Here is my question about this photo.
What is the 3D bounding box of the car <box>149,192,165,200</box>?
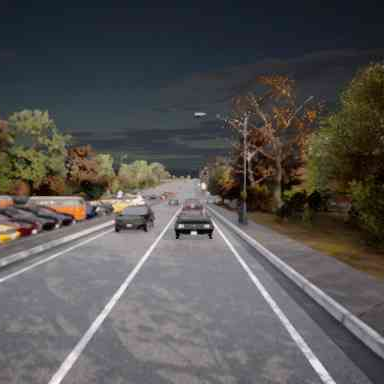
[{"bbox_3d":[-10.388,1.491,88.050,4.792,1.488,2.163,0,0,0],"label":"car"}]

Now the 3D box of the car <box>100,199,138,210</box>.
[{"bbox_3d":[-10.225,1.755,47.129,4.892,1.521,2.231,0,-1,0],"label":"car"}]

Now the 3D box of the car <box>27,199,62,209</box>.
[{"bbox_3d":[-23.287,1.860,52.714,4.674,1.452,2.002,0,-1,0],"label":"car"}]

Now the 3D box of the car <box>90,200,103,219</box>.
[{"bbox_3d":[-10.279,1.610,27.708,4.792,1.488,2.163,0,0,0],"label":"car"}]

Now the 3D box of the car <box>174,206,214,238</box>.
[{"bbox_3d":[0.095,1.651,17.857,1.895,1.301,4.718,0,0,0],"label":"car"}]

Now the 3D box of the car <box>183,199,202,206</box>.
[{"bbox_3d":[0.057,1.492,35.589,2.097,1.767,4.553,0,0,0],"label":"car"}]

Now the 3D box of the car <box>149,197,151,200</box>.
[{"bbox_3d":[-10.172,1.917,58.233,4.792,1.488,2.163,0,-1,0],"label":"car"}]

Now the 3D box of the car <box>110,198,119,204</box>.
[{"bbox_3d":[-10.235,1.608,33.260,4.892,1.521,2.231,0,-1,0],"label":"car"}]

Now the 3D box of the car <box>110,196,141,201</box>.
[{"bbox_3d":[-10.038,1.718,44.353,5.366,1.575,1.946,0,-1,0],"label":"car"}]

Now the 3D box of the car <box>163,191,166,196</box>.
[{"bbox_3d":[-10.435,1.361,93.620,4.553,1.767,2.185,0,0,0],"label":"car"}]

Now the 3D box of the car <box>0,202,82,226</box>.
[{"bbox_3d":[-10.229,1.591,22.155,4.792,1.488,2.163,0,0,0],"label":"car"}]

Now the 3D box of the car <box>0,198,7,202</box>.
[{"bbox_3d":[-23.345,1.656,35.971,4.792,1.488,2.163,0,-1,0],"label":"car"}]

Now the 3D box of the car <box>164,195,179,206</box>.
[{"bbox_3d":[-3.458,1.813,61.907,2.128,1.511,4.902,0,0,0],"label":"car"}]

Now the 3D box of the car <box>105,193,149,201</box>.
[{"bbox_3d":[-10.238,1.570,52.684,5.566,2.045,2.435,0,-1,0],"label":"car"}]

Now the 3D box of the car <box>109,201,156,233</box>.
[{"bbox_3d":[-3.358,1.538,20.273,1.882,1.535,5.008,0,0,0],"label":"car"}]

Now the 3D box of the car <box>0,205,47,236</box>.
[{"bbox_3d":[-10.238,1.573,16.602,4.792,1.488,2.163,0,0,0],"label":"car"}]

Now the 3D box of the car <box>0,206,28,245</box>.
[{"bbox_3d":[-10.086,1.531,13.826,5.366,1.575,1.946,0,0,0],"label":"car"}]

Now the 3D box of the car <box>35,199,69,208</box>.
[{"bbox_3d":[-23.256,1.882,55.484,4.792,1.488,2.163,0,-1,0],"label":"car"}]

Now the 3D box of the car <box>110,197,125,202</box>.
[{"bbox_3d":[-10.422,1.626,36.028,5.366,1.575,1.946,0,-1,0],"label":"car"}]

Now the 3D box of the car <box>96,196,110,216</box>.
[{"bbox_3d":[-10.276,1.466,30.481,4.553,1.767,2.185,0,0,0],"label":"car"}]

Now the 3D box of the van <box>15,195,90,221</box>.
[{"bbox_3d":[-10.371,1.345,24.932,4.442,1.987,1.878,0,0,0],"label":"van"}]

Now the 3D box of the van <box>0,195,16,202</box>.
[{"bbox_3d":[-23.429,1.428,38.745,4.442,1.987,1.878,0,-1,0],"label":"van"}]

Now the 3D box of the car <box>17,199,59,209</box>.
[{"bbox_3d":[-23.108,1.783,49.944,5.366,1.575,1.946,0,-1,0],"label":"car"}]

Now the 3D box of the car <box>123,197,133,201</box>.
[{"bbox_3d":[-10.047,1.652,38.680,5.366,1.575,1.946,0,-1,0],"label":"car"}]

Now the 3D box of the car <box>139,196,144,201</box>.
[{"bbox_3d":[-10.400,1.785,49.905,5.366,1.575,1.946,0,-1,0],"label":"car"}]

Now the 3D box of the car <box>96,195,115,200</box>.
[{"bbox_3d":[-23.493,1.511,90.672,4.674,1.452,2.002,0,0,0],"label":"car"}]

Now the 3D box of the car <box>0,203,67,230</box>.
[{"bbox_3d":[-10.234,1.582,19.379,4.792,1.488,2.163,0,0,0],"label":"car"}]

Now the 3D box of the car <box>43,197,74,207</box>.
[{"bbox_3d":[-23.312,1.759,58.131,4.553,1.767,2.185,0,-1,0],"label":"car"}]
